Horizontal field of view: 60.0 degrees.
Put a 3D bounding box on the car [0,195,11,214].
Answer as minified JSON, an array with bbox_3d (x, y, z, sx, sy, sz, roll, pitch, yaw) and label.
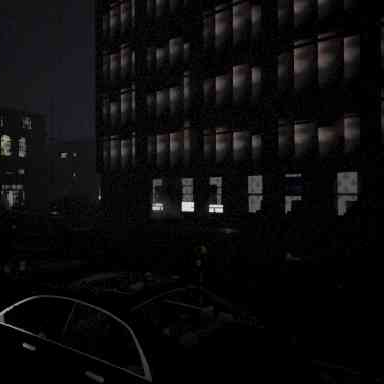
[{"bbox_3d":[-21.696,1.315,34.166,2.150,2.045,5.566,0,-1,36],"label":"car"}]

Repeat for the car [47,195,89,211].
[{"bbox_3d":[-15.581,1.366,42.470,2.150,2.045,5.566,0,-1,37],"label":"car"}]

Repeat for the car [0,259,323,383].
[{"bbox_3d":[-0.955,1.551,3.557,4.403,1.369,2.008,0,0,35],"label":"car"}]

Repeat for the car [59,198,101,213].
[{"bbox_3d":[-12.190,1.684,37.264,1.802,1.307,4.206,-1,-1,36],"label":"car"}]

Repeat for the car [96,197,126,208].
[{"bbox_3d":[-12.416,1.643,51.170,1.967,1.590,4.097,-1,-1,36],"label":"car"}]
